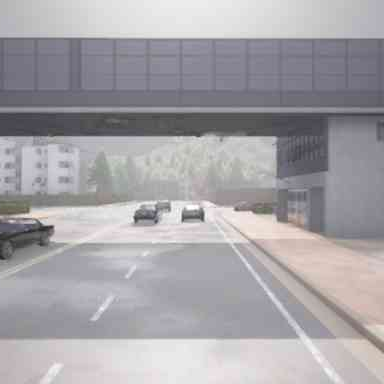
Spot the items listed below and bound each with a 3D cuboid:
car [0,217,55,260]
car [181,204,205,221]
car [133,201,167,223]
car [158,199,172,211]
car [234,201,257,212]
[{"bbox_3d":[-7.081,1.664,12.746,1.895,1.301,4.718,0,0,0],"label":"car"},{"bbox_3d":[0.072,1.702,28.571,1.994,1.385,4.181,0,0,0],"label":"car"},{"bbox_3d":[-3.458,1.678,26.761,2.033,1.411,5.357,0,0,1],"label":"car"},{"bbox_3d":[-3.704,1.704,43.883,2.128,1.511,4.902,0,0,-2],"label":"car"},{"bbox_3d":[7.244,1.760,40.357,4.181,1.385,1.994,0,0,-7],"label":"car"}]
